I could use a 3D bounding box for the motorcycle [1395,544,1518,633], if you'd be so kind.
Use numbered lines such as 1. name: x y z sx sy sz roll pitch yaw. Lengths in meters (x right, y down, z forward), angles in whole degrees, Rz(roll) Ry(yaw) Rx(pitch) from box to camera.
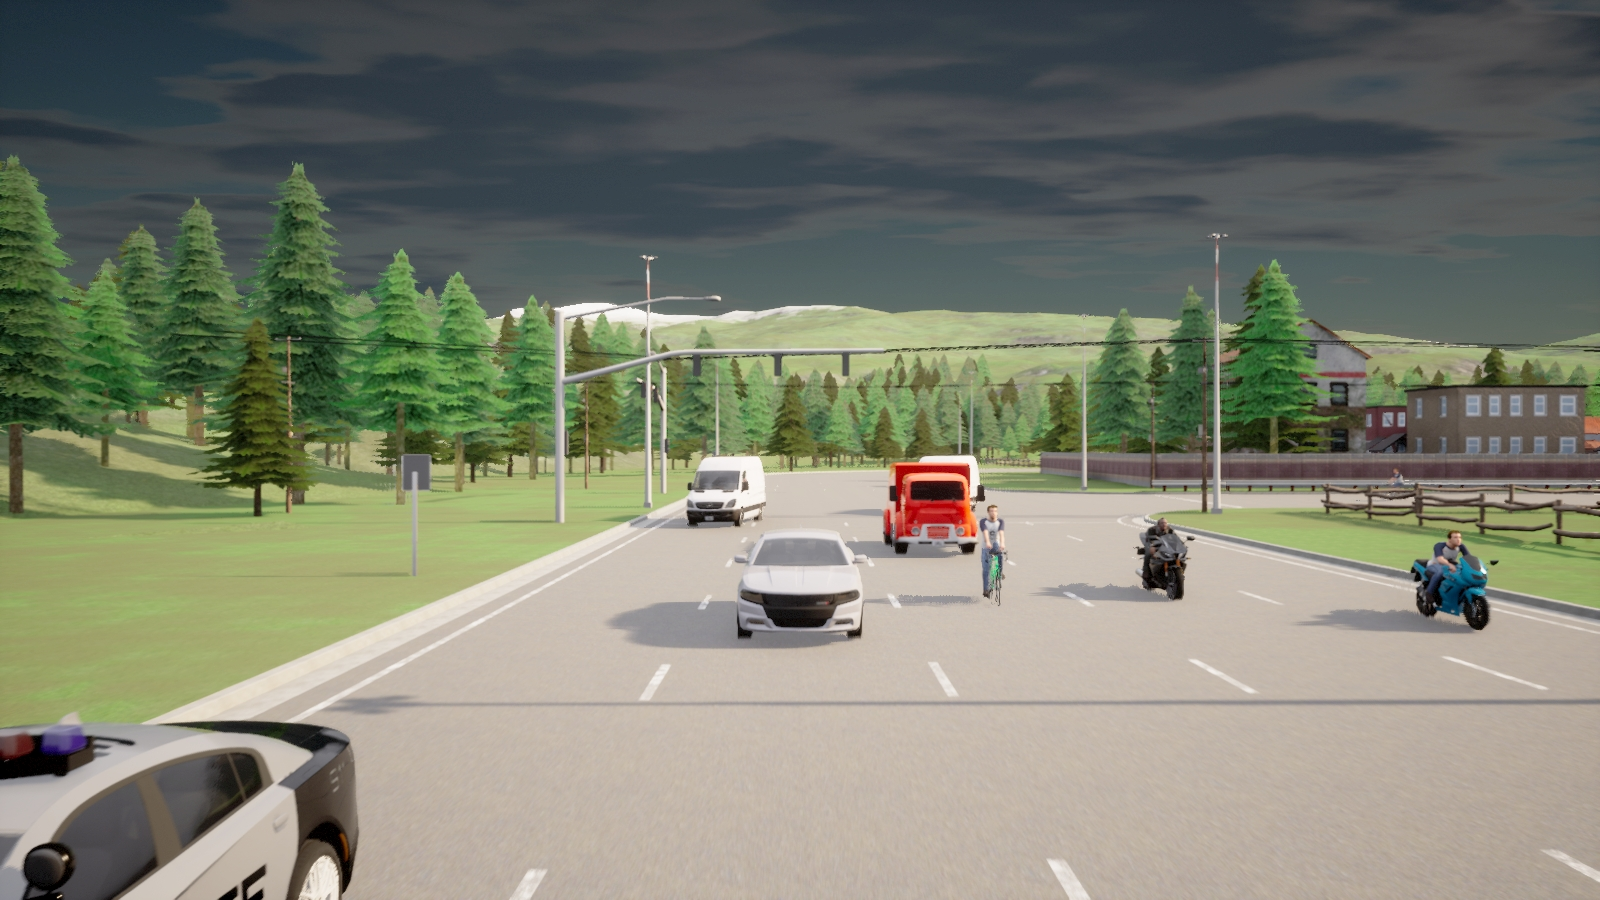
1. motorcycle: 10.517 2.192 18.402 0.803 1.199 2.033 0 0 0

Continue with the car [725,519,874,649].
1. car: 0.014 2.040 18.584 2.097 1.535 5.006 0 0 0

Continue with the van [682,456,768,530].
1. van: -2.750 1.547 43.361 1.988 2.561 5.915 -1 0 9

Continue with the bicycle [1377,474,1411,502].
1. bicycle: 32.598 2.074 62.690 1.643 1.496 0.373 0 0 0

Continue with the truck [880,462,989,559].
1. truck: 3.668 1.579 32.154 2.627 2.467 5.204 0 0 2

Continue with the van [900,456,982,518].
1. van: 6.336 1.550 50.789 1.988 2.561 5.915 0 0 24

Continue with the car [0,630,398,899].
1. car: -3.609 1.983 4.649 2.097 1.638 5.238 0 0 0

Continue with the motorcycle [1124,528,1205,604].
1. motorcycle: 7.004 2.212 22.101 0.867 1.251 2.209 0 0 0

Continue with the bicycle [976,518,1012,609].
1. bicycle: 3.554 2.063 21.000 0.373 1.496 1.643 0 0 0
